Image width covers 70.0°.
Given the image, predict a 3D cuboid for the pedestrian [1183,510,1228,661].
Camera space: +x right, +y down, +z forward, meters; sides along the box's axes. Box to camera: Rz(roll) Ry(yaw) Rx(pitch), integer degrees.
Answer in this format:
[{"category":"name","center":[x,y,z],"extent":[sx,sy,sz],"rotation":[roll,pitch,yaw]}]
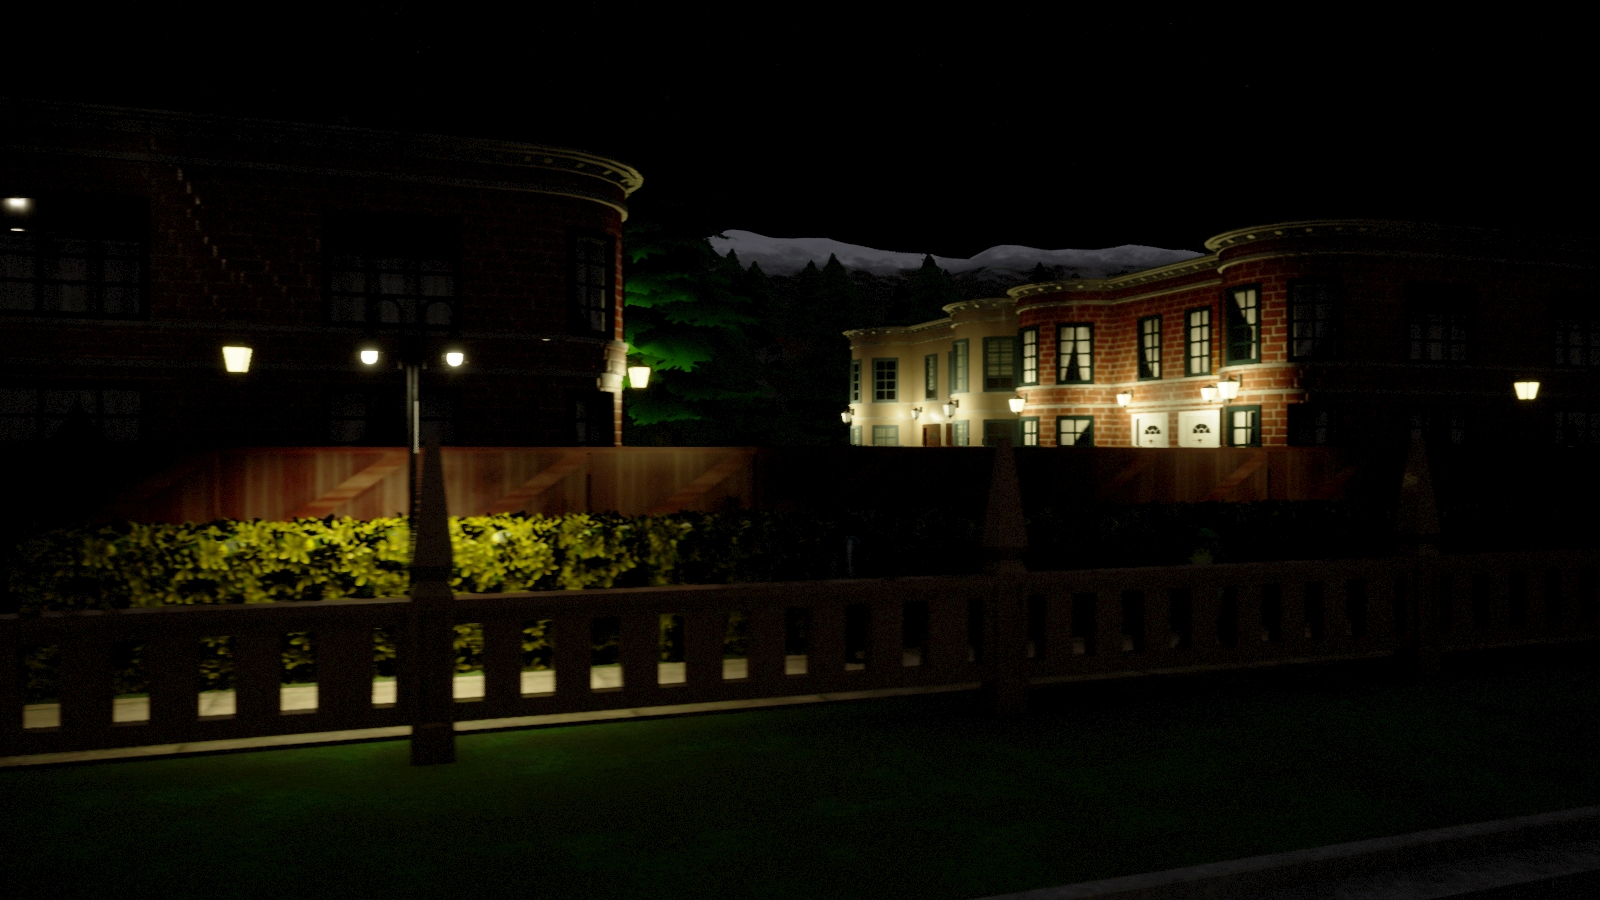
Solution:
[{"category":"pedestrian","center":[5.119,1.695,14.427],"extent":[0.375,1.860,0.375],"rotation":[0,0,-19]}]

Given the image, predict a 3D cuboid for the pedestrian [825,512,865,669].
[{"category":"pedestrian","center":[0.549,1.694,13.898],"extent":[0.375,1.860,0.375],"rotation":[0,0,-20]}]
